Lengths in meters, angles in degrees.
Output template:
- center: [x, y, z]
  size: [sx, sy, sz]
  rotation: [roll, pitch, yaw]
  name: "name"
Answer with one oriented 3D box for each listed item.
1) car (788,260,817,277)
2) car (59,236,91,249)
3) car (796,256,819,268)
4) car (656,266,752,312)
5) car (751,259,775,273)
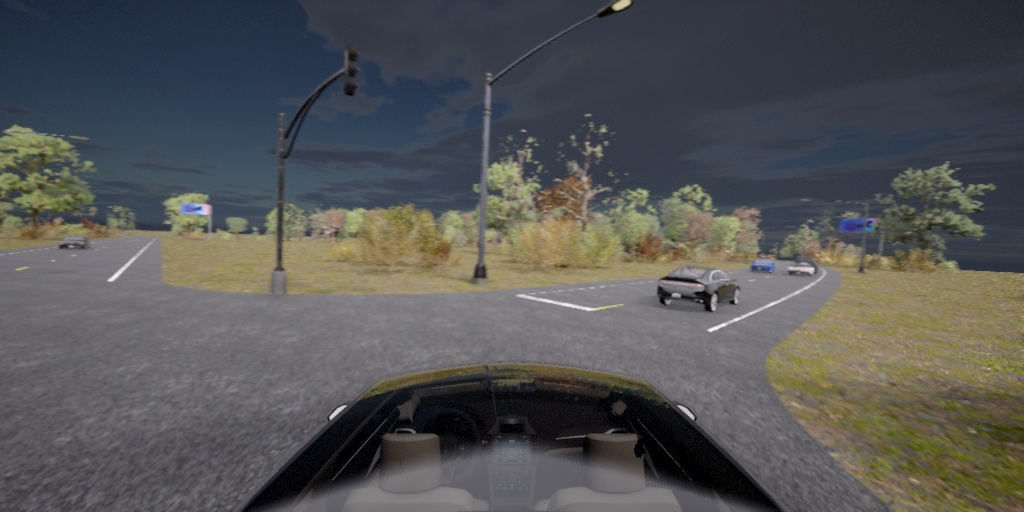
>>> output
- center: [31.328, 1.452, 38.821]
  size: [1.895, 1.301, 4.718]
  rotation: [5, 3, 44]
  name: "car"
- center: [-48.006, -1.507, 39.476]
  size: [2.033, 1.411, 5.357]
  rotation: [0, 2, -44]
  name: "car"
- center: [36.521, 1.108, 44.558]
  size: [2.150, 2.045, 5.566]
  rotation: [5, 3, 41]
  name: "car"
- center: [7.413, 1.170, 14.071]
  size: [4.902, 1.511, 2.128]
  rotation: [0, 3, -44]
  name: "car"
- center: [29.333, 1.123, 41.831]
  size: [1.882, 1.535, 5.008]
  rotation: [5, 3, 42]
  name: "car"
